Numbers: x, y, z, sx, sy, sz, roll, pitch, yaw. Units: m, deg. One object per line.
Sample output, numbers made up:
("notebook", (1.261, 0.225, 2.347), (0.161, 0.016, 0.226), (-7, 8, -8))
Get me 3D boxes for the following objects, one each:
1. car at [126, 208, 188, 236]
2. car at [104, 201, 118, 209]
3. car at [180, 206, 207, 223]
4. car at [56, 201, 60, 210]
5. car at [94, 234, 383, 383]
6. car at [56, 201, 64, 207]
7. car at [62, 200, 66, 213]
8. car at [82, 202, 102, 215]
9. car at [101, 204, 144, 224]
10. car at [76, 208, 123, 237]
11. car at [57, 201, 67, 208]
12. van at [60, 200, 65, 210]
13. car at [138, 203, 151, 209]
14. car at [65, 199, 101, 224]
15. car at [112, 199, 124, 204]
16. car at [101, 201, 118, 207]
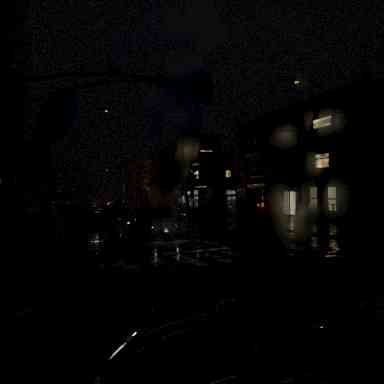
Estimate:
("car", (-2.132, 1.861, 19.040), (1.994, 1.385, 4.181), (-1, -1, -24))
("car", (-15.840, 2.512, 64.984), (1.752, 1.417, 4.829), (-2, 0, -24))
("car", (-0.188, 1.926, 29.364), (2.008, 1.369, 4.403), (-2, 0, -24))
("car", (-23.465, 2.383, 61.492), (2.192, 1.841, 5.009), (-2, 0, -24))
("car", (1.443, 1.349, 2.912), (4.553, 1.767, 2.097), (0, 0, -22))
("car", (-34.439, 3.024, 86.705), (1.752, 1.417, 4.829), (-2, 0, -24))
("car", (-14.344, 2.150, 40.524), (1.967, 1.590, 4.097), (-2, 0, -24))
("car", (-13.976, 2.256, 46.369), (2.128, 1.511, 4.902), (-1, -1, -23))
("car", (-5.880, 1.992, 27.633), (2.033, 1.411, 5.357), (-1, -1, -24))
("car", (-5.901, 1.940, 20.847), (1.947, 1.339, 4.313), (-2, 0, -24))
("car", (-30.087, 2.873, 76.712), (1.887, 1.381, 4.507), (-2, 0, -24))
("van", (-19.046, 2.236, 51.344), (1.690, 1.788, 3.998), (-2, 0, -24))
("car", (-6.630, 2.177, 43.864), (2.008, 1.369, 4.403), (-2, 0, -24))
("car", (-10.012, 1.852, 30.340), (2.192, 1.841, 5.009), (-2, 0, -24))
("car", (-13.570, 2.213, 59.755), (2.192, 1.841, 5.009), (-2, 0, -24))
("car", (-9.909, 2.108, 36.914), (1.837, 1.490, 4.892), (-1, -1, -23))
